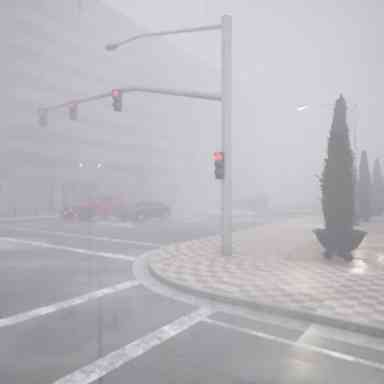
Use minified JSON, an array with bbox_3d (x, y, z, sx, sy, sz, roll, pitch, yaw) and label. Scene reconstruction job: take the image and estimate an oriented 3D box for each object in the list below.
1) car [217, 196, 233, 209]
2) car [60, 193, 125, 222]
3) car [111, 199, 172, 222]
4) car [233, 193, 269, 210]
[{"bbox_3d":[5.146,1.289,43.976,2.097,1.767,4.553,0,0,36],"label":"car"},{"bbox_3d":[-7.593,1.153,26.360,2.150,2.045,5.566,0,1,35],"label":"car"},{"bbox_3d":[-3.592,1.441,25.951,1.837,1.490,4.892,0,0,35],"label":"car"},{"bbox_3d":[7.725,1.159,41.582,2.150,2.045,5.566,0,0,36],"label":"car"}]
